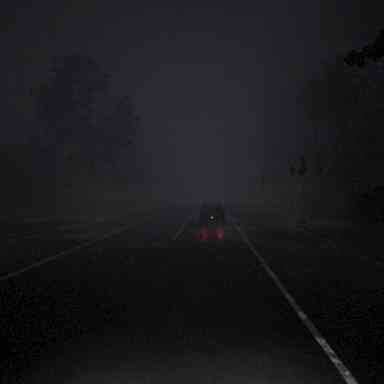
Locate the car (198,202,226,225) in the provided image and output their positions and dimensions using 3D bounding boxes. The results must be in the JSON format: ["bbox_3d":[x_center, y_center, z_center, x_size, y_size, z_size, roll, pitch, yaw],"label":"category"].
[{"bbox_3d":[1.482,1.510,24.665,2.128,1.511,4.902,0,0,3],"label":"car"}]
